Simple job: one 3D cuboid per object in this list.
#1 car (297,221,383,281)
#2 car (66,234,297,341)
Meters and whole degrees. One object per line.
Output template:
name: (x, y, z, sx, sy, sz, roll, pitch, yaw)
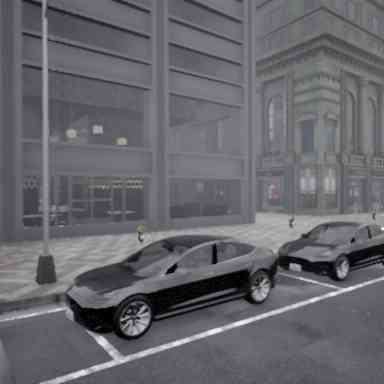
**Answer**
car: (4.432, 1.559, 9.812, 4.313, 1.339, 1.947, 0, 0, -35)
car: (-0.157, 1.563, 6.539, 4.313, 1.339, 1.947, 0, 0, -35)
